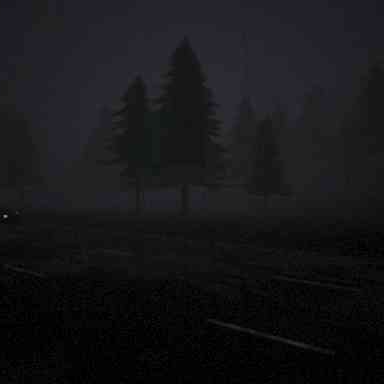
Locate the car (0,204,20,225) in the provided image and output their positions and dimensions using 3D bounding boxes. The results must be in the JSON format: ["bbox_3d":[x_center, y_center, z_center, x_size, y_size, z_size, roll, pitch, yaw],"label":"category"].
[{"bbox_3d":[-13.312,1.495,22.089,4.181,1.385,1.994,0,0,36],"label":"car"}]
